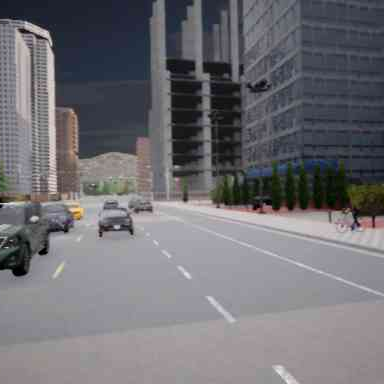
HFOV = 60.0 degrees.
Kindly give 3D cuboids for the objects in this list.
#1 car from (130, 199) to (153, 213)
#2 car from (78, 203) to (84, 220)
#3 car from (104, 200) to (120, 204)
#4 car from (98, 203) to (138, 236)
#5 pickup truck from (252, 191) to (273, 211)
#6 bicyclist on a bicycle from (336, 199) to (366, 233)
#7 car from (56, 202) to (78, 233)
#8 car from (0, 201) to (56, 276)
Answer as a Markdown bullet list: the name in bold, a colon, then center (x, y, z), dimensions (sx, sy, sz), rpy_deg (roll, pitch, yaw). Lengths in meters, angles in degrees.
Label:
- **car**: center (-5.591, 1.620, 38.035), dimensions (2.128, 1.511, 4.902), rpy_deg (-1, 0, -14)
- **car**: center (-11.080, 1.724, 30.643), dimensions (1.882, 1.535, 5.008), rpy_deg (-1, 0, -14)
- **car**: center (-10.398, 1.727, 42.913), dimensions (2.128, 1.511, 4.902), rpy_deg (-1, 0, -14)
- **car**: center (-4.392, 1.625, 19.160), dimensions (1.812, 1.442, 4.674), rpy_deg (-1, 0, -14)
- **pickup truck**: center (8.157, 0.888, 36.919), dimensions (2.390, 2.098, 6.274), rpy_deg (-1, 0, 16)
- **bicyclist on a bicycle**: center (7.558, 1.139, 15.829), dimensions (1.656, 1.620, 0.582), rpy_deg (-2, 0, -14)
- **car**: center (-8.580, 1.542, 20.633), dimensions (2.097, 1.767, 4.553), rpy_deg (-1, 0, -14)
- **car**: center (-6.116, 1.357, 10.832), dimensions (2.150, 2.045, 5.566), rpy_deg (-1, 0, -14)
